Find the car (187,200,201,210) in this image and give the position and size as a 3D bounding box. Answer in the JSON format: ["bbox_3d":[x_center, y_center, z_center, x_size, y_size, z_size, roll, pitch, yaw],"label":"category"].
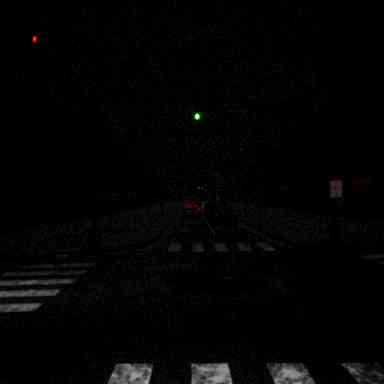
[{"bbox_3d":[0.099,2.460,57.836,1.895,1.301,4.718,0,-1,0],"label":"car"}]

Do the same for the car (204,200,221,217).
[{"bbox_3d":[2.624,1.779,32.787,2.192,1.841,5.009,-1,-1,0],"label":"car"}]

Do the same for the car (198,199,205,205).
[{"bbox_3d":[2.615,2.887,92.204,1.967,1.590,4.097,-1,-1,0],"label":"car"}]

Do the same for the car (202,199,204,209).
[{"bbox_3d":[2.623,1.862,38.189,2.192,1.841,5.009,-1,-1,0],"label":"car"}]

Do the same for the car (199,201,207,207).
[{"bbox_3d":[2.618,2.839,81.398,1.802,1.307,4.206,-1,-1,0],"label":"car"}]

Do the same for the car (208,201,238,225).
[{"bbox_3d":[2.626,1.823,27.384,1.967,1.590,4.097,-1,-1,0],"label":"car"}]
